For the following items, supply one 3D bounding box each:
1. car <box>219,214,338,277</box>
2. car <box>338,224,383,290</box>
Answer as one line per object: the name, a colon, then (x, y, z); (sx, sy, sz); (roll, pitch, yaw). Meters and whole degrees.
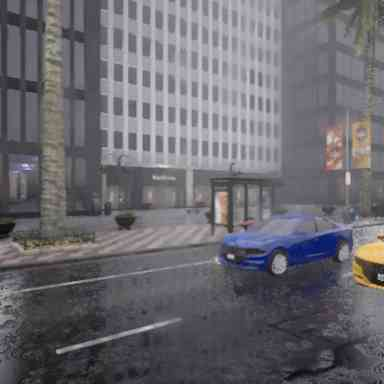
car: (3.091, 1.478, 10.474); (5.008, 1.535, 1.882); (0, 0, -35)
car: (5.955, 1.478, 8.214); (5.008, 1.535, 1.882); (0, 0, -35)
